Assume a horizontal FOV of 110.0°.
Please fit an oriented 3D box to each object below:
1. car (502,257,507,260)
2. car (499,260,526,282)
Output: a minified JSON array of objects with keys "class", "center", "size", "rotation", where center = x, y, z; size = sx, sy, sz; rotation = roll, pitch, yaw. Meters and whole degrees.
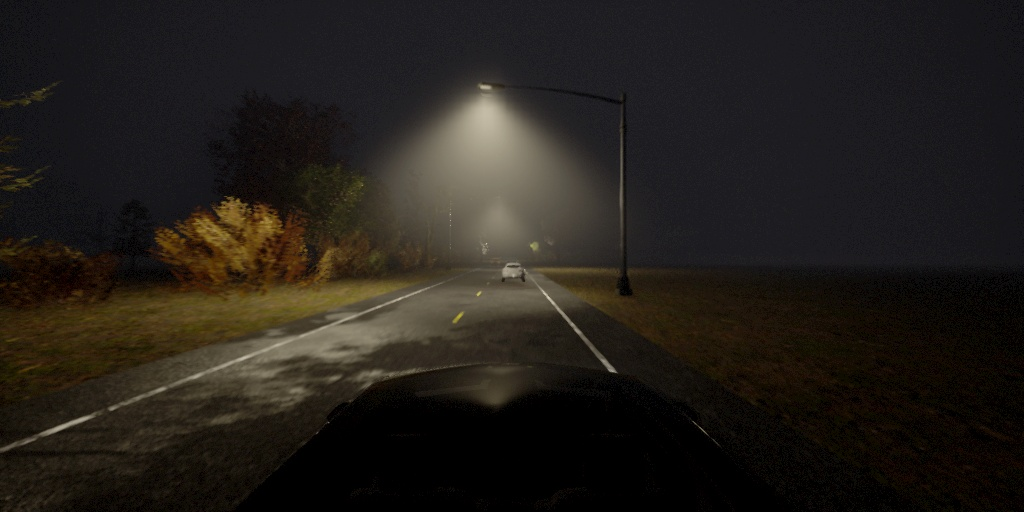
[{"class":"car","center":[0.111,1.253,47.069],"size":[2.128,1.511,4.902],"rotation":[0,0,0]},{"class":"car","center":[0.110,1.285,29.319],"size":[1.812,1.442,4.674],"rotation":[0,0,0]}]
